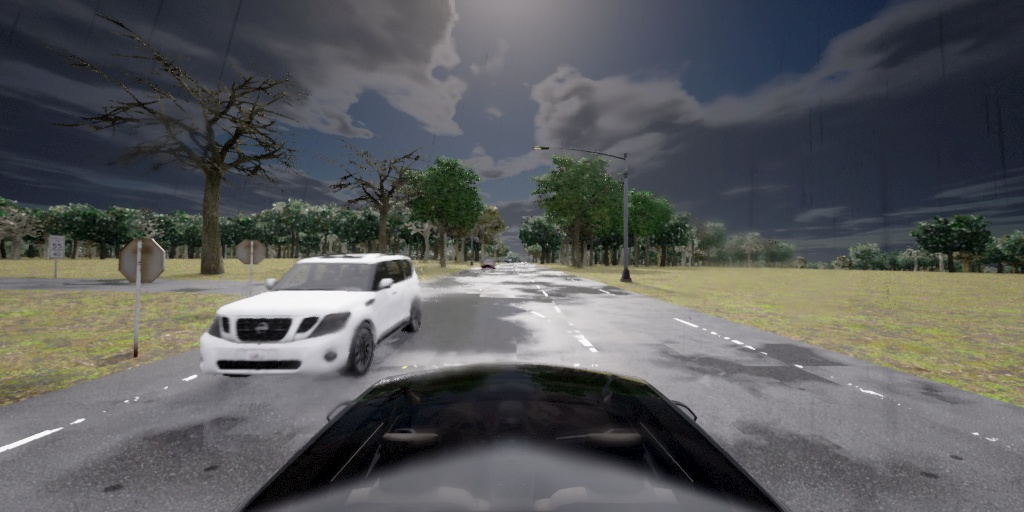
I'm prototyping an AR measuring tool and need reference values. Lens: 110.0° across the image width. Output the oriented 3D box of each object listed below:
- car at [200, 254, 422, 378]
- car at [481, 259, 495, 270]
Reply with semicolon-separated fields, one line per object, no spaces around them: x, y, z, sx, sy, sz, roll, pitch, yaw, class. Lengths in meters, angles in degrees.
-3.514;0.985;7.690;2.150;2.045;5.566;0;1;0;car
-3.706;1.245;55.777;2.097;1.767;4.553;0;0;0;car
